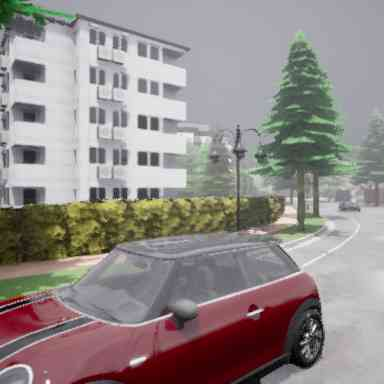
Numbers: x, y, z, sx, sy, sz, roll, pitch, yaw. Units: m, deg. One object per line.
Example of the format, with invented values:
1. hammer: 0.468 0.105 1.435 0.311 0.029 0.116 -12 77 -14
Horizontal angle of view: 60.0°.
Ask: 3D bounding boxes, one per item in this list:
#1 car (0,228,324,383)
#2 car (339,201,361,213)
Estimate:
1. car: -0.364 1.387 4.036 4.553 1.767 2.097 0 -1 -40
2. car: 19.452 1.802 41.124 1.994 1.385 4.181 0 0 15
